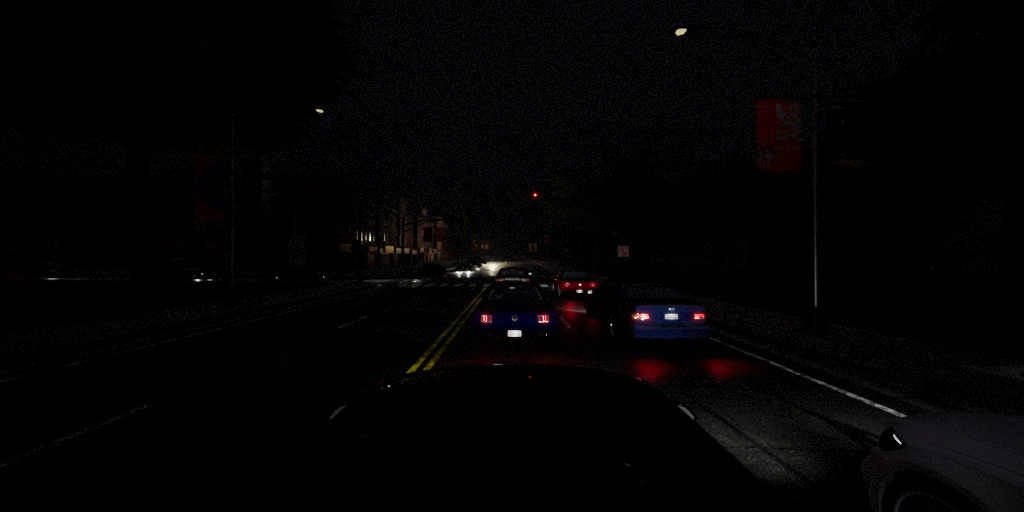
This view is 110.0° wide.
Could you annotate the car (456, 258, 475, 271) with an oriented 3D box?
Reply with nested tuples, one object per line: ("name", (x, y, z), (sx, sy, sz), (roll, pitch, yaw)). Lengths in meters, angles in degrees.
("car", (-6.632, 1.396, 50.170), (1.994, 1.385, 4.181), (0, 0, -3))

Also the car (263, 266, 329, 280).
("car", (-18.094, 1.449, 30.270), (4.718, 1.301, 1.895), (1, 0, 0))

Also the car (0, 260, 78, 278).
("car", (-39.823, 1.145, 30.289), (5.008, 1.535, 1.882), (0, 0, 0))

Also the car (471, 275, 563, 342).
("car", (0.079, 1.374, 9.854), (1.895, 1.301, 4.718), (0, 0, 0))

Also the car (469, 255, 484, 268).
("car", (-6.585, 0.942, 62.560), (2.150, 2.045, 5.566), (0, 2, 0))

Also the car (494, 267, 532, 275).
("car", (0.047, 1.313, 19.194), (1.882, 1.535, 5.008), (0, 0, 0))

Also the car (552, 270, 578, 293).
("car", (3.298, 1.439, 19.622), (1.895, 1.301, 4.718), (0, 0, 0))

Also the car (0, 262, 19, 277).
("car", (-49.238, 1.240, 33.184), (4.718, 1.301, 1.895), (0, 0, 1))

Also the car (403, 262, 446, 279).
("car", (-8.635, 1.376, 35.711), (1.882, 1.535, 5.008), (0, 0, 28))

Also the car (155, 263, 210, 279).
("car", (-28.161, 1.318, 30.267), (4.181, 1.385, 1.994), (0, 0, 0))

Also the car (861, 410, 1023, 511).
("car", (3.344, 1.275, 0.503), (1.812, 1.442, 4.674), (0, 0, 0))

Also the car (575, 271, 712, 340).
("car", (3.329, 1.321, 9.979), (2.033, 1.411, 5.357), (0, 0, 0))
